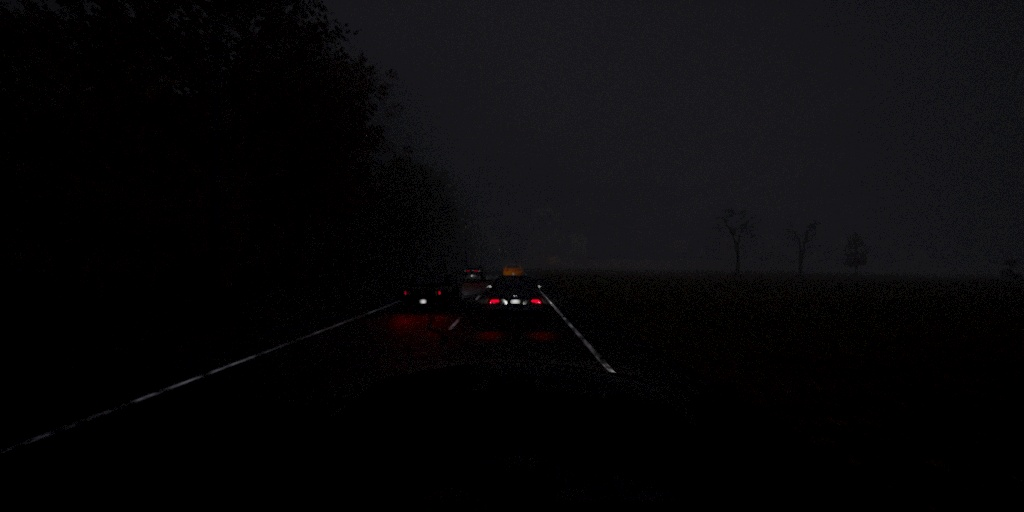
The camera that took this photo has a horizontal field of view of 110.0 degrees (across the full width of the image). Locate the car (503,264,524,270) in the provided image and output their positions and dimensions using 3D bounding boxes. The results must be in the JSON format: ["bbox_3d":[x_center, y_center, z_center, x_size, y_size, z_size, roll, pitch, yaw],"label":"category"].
[{"bbox_3d":[0.107,1.504,34.527,1.882,1.535,5.008,0,0,0],"label":"car"}]

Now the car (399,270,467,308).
[{"bbox_3d":[-3.399,1.471,15.962,1.895,1.301,4.718,0,0,0],"label":"car"}]

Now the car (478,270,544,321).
[{"bbox_3d":[0.098,1.391,12.875,2.033,1.411,5.357,0,0,0],"label":"car"}]

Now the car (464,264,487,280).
[{"bbox_3d":[-3.395,1.505,32.993,2.128,1.511,4.902,0,0,0],"label":"car"}]
